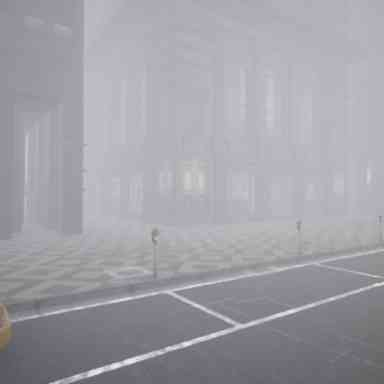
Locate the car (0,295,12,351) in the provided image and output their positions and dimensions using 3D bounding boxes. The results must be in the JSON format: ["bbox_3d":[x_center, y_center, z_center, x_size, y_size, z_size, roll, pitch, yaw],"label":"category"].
[{"bbox_3d":[-4.598,1.536,3.373,4.829,1.417,1.752,0,0,-35],"label":"car"}]
